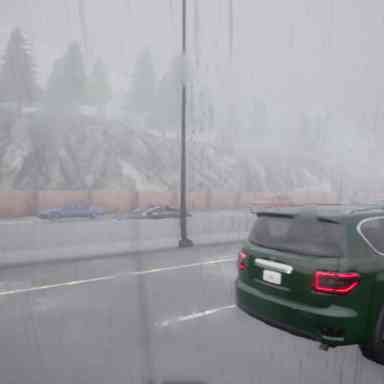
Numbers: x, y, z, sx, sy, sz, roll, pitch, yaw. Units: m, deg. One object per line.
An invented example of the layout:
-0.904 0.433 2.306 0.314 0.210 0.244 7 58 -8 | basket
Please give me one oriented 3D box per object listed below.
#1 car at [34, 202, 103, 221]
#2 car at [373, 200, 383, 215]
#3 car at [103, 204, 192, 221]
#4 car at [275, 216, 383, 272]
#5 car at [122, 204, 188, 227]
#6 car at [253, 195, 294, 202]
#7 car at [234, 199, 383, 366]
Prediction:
-9.787 1.543 27.024 5.357 1.411 2.033 0 0 -35 | car
21.847 1.627 36.098 4.892 1.490 1.837 0 0 -35 | car
-2.286 1.506 19.440 4.902 1.511 2.128 0 0 -35 | car
5.232 1.633 11.627 4.718 1.301 1.895 0 0 -35 | car
-2.580 1.582 23.490 4.181 1.385 1.994 0 0 -35 | car
8.561 1.296 35.364 5.566 2.045 2.150 0 0 -34 | car
3.286 1.242 6.038 5.566 2.045 2.150 0 0 -35 | car
